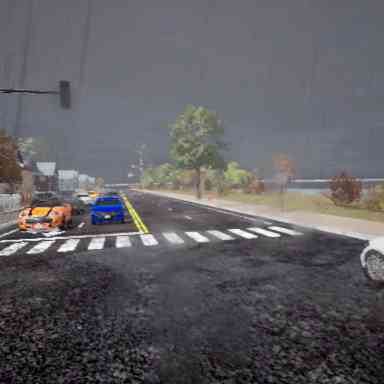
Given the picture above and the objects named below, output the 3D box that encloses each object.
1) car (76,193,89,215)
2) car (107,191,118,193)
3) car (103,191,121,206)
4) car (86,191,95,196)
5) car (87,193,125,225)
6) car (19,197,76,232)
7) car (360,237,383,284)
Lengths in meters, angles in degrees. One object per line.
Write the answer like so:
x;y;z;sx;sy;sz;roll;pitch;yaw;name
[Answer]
-10.150;1.096;27.863;2.033;1.411;5.357;-2;2;-13;car
-7.334;0.895;30.140;2.128;1.511;4.902;-2;2;-12;car
-9.510;0.723;39.784;1.837;1.490;4.892;-2;2;-13;car
-12.391;0.882;37.795;1.812;1.442;4.674;-2;2;-13;car
-5.262;1.061;20.965;1.882;1.535;5.008;-2;2;-13;car
-8.067;1.081;18.619;2.097;1.767;4.553;-2;2;-13;car
5.064;1.206;5.655;1.812;1.442;4.674;-2;2;-13;car
